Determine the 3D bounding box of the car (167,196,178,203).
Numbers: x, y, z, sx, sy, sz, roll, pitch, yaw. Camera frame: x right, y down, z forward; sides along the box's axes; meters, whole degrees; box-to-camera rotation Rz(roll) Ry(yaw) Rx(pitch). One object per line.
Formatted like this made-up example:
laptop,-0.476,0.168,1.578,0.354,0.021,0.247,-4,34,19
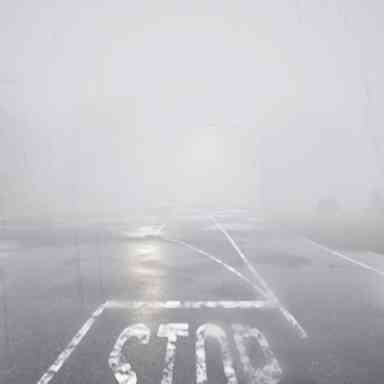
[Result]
car,-3.889,1.508,67.628,1.812,1.442,4.674,0,0,-1
